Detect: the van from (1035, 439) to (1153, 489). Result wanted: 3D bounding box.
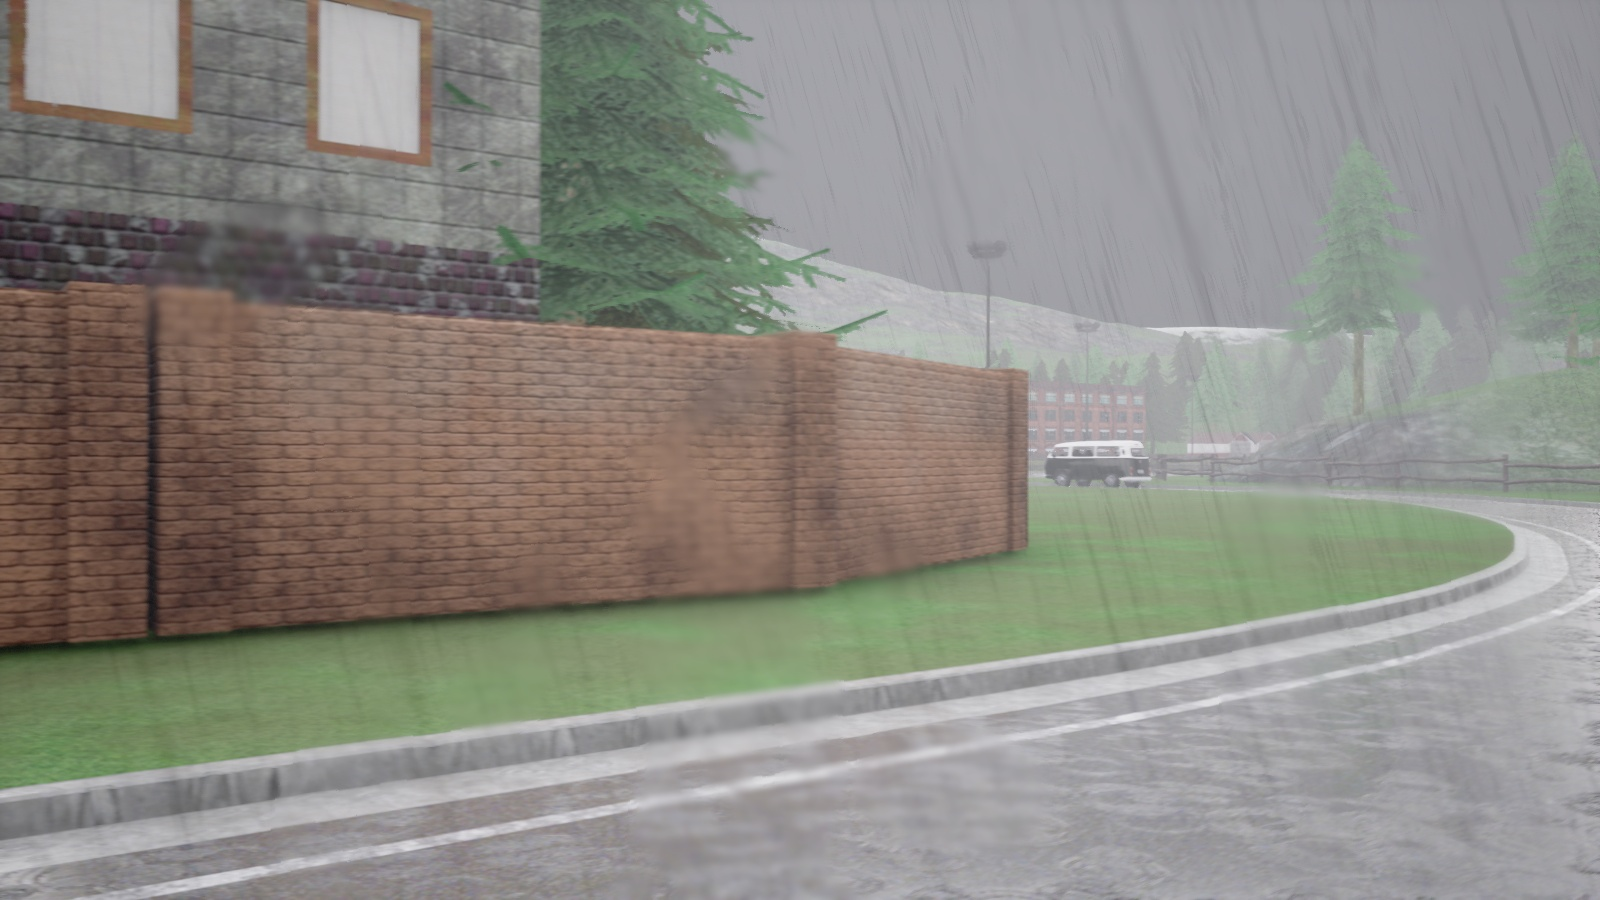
[{"bbox_3d":[12.469,0.573,53.436,2.069,2.038,4.480,1,-1,-43],"label":"van"}]
